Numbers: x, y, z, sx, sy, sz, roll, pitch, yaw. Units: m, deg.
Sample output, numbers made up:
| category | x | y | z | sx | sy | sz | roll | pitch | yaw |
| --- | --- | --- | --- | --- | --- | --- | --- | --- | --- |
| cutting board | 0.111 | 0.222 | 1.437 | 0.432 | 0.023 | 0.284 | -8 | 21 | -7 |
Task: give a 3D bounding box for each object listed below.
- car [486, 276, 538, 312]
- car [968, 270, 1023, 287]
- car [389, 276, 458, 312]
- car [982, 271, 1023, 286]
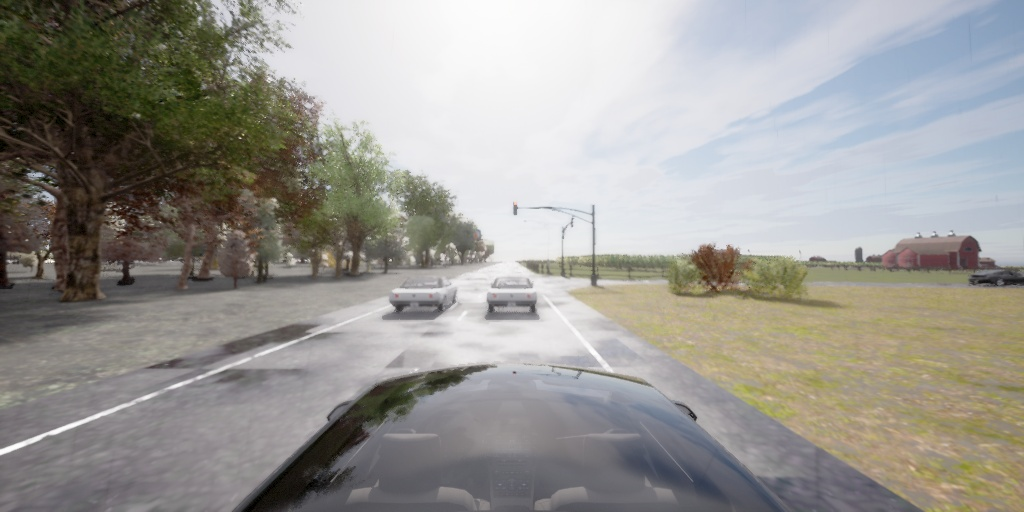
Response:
| category | x | y | z | sx | sy | sz | roll | pitch | yaw |
| --- | --- | --- | --- | --- | --- | --- | --- | --- | --- |
| car | 0.018 | 1.496 | 15.112 | 1.895 | 1.301 | 4.718 | 0 | -1 | 1 |
| car | 45.508 | 2.086 | 33.248 | 4.892 | 1.490 | 1.837 | 0 | -2 | 1 |
| car | -3.492 | 1.496 | 15.110 | 1.895 | 1.301 | 4.718 | 0 | -1 | 0 |
| car | 51.591 | 2.307 | 36.750 | 4.181 | 1.385 | 1.994 | 1 | -2 | 1 |
